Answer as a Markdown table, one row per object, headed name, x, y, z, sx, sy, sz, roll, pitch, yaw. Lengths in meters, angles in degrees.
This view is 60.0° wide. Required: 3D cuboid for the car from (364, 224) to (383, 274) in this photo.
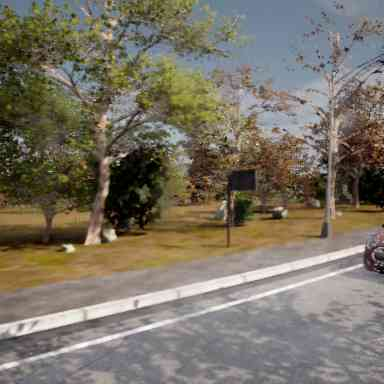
| name | x | y | z | sx | sy | sz | roll | pitch | yaw |
| --- | --- | --- | --- | --- | --- | --- | --- | --- | --- |
| car | 6.735 | 1.320 | 9.410 | 4.553 | 1.767 | 2.097 | 0 | 0 | -40 |
